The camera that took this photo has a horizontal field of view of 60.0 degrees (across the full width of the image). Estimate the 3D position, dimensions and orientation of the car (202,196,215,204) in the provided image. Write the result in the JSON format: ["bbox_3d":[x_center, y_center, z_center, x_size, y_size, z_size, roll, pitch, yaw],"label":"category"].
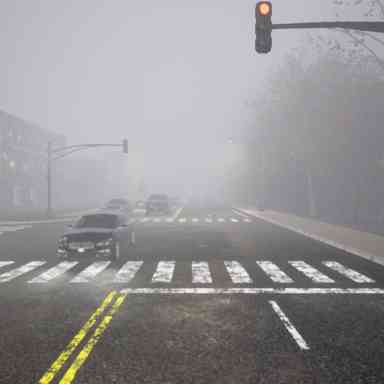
[{"bbox_3d":[3.429,1.576,64.693,1.895,1.301,4.718,0,0,0],"label":"car"}]

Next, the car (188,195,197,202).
[{"bbox_3d":[0.094,1.494,74.636,2.128,1.511,4.902,0,0,0],"label":"car"}]

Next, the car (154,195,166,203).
[{"bbox_3d":[-6.429,1.452,67.470,1.882,1.535,5.008,0,0,0],"label":"car"}]

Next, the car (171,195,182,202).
[{"bbox_3d":[-3.166,1.244,68.726,1.994,1.385,4.181,0,0,0],"label":"car"}]

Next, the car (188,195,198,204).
[{"bbox_3d":[0.175,1.576,64.870,1.895,1.301,4.718,0,0,0],"label":"car"}]

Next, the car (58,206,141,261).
[{"bbox_3d":[-3.335,1.502,12.423,1.837,1.490,4.892,0,0,0],"label":"car"}]

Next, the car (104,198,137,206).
[{"bbox_3d":[-6.565,1.343,29.451,2.097,1.767,4.553,0,0,0],"label":"car"}]

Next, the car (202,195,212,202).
[{"bbox_3d":[3.341,1.510,74.711,2.033,1.411,5.357,0,0,0],"label":"car"}]

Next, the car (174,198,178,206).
[{"bbox_3d":[-3.279,1.545,52.374,1.994,1.385,4.181,0,0,0],"label":"car"}]

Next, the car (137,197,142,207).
[{"bbox_3d":[-6.544,1.476,45.114,2.128,1.511,4.902,0,0,0],"label":"car"}]

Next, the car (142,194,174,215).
[{"bbox_3d":[-3.309,1.210,33.389,2.150,2.045,5.566,0,0,0],"label":"car"}]
